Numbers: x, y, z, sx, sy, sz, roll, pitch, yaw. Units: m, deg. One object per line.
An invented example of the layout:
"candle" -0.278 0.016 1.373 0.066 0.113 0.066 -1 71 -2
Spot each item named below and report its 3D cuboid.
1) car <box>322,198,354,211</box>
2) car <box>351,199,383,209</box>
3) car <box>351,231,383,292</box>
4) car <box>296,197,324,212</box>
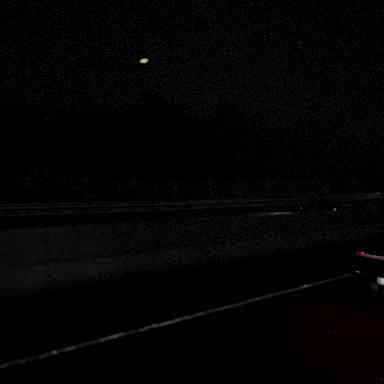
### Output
"car" 14.522 1.373 31.034 4.181 1.385 1.994 -1 1 -34
"car" 15.647 1.427 27.581 4.718 1.301 1.895 -1 1 -34
"car" 5.648 1.490 7.709 4.902 1.511 2.128 0 0 -35
"car" 12.741 1.310 34.054 4.892 1.490 1.837 -1 1 -34
